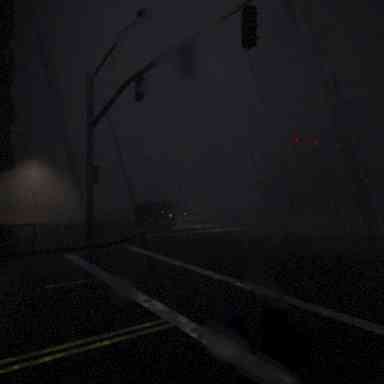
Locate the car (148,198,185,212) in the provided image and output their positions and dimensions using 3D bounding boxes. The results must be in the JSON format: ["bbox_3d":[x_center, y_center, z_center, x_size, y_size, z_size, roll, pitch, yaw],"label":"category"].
[{"bbox_3d":[-3.073,1.500,39.336,2.128,1.511,4.902,0,0,-35],"label":"car"}]

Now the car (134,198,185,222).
[{"bbox_3d":[-3.016,1.498,26.799,2.128,1.511,4.902,0,0,-35],"label":"car"}]

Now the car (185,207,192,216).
[{"bbox_3d":[-2.147,1.555,31.645,2.033,1.411,5.357,0,0,-35],"label":"car"}]
